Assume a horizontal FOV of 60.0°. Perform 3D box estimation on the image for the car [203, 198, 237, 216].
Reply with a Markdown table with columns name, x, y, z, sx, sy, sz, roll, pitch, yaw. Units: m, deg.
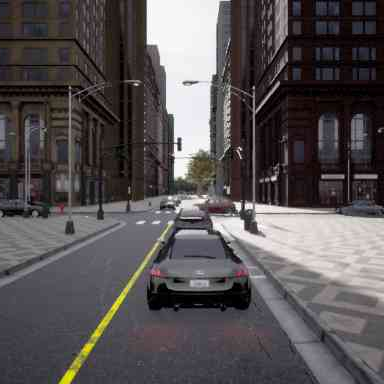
| name | x | y | z | sx | sy | sz | roll | pitch | yaw |
| --- | --- | --- | --- | --- | --- | --- | --- | --- | --- |
| car | 1.978 | 1.359 | 32.171 | 4.553 | 1.767 | 2.097 | 0 | 0 | 0 |

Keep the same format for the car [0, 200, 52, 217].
| name | x | y | z | sx | sy | sz | roll | pitch | yaw |
| --- | --- | --- | --- | --- | --- | --- | --- | --- | --- |
| car | -14.747 | 1.454 | 28.968 | 4.892 | 1.490 | 1.837 | 0 | 0 | -1 |

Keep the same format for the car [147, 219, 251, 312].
| name | x | y | z | sx | sy | sz | roll | pitch | yaw |
| --- | --- | --- | --- | --- | --- | --- | --- | --- | --- |
| car | 0.108 | 1.564 | 7.812 | 1.994 | 1.385 | 4.181 | 0 | 0 | -1 |

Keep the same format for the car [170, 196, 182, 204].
| name | x | y | z | sx | sy | sz | roll | pitch | yaw |
| --- | --- | --- | --- | --- | --- | --- | --- | --- | --- |
| car | -3.042 | 1.562 | 64.678 | 2.033 | 1.411 | 5.357 | 0 | 0 | 0 |

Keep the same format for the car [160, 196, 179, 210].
| name | x | y | z | sx | sy | sz | roll | pitch | yaw |
| --- | --- | --- | --- | --- | --- | --- | --- | --- | --- |
| car | -3.089 | 1.548 | 43.176 | 2.033 | 1.411 | 5.357 | 0 | 0 | 0 |

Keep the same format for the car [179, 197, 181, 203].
| name | x | y | z | sx | sy | sz | roll | pitch | yaw |
| --- | --- | --- | --- | --- | --- | --- | --- | --- | --- |
| car | -3.089 | 1.495 | 52.937 | 2.128 | 1.511 | 4.902 | 0 | 0 | 0 |

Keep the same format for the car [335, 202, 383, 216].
| name | x | y | z | sx | sy | sz | roll | pitch | yaw |
| --- | --- | --- | --- | --- | --- | --- | --- | --- | --- |
| car | 16.143 | 1.618 | 32.166 | 4.181 | 1.385 | 1.994 | 0 | 0 | 0 |

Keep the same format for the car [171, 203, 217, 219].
| name | x | y | z | sx | sy | sz | roll | pitch | yaw |
| --- | --- | --- | --- | --- | --- | --- | --- | --- | --- |
| car | 0.062 | 1.505 | 16.720 | 1.837 | 1.490 | 4.892 | 0 | 0 | 0 |
